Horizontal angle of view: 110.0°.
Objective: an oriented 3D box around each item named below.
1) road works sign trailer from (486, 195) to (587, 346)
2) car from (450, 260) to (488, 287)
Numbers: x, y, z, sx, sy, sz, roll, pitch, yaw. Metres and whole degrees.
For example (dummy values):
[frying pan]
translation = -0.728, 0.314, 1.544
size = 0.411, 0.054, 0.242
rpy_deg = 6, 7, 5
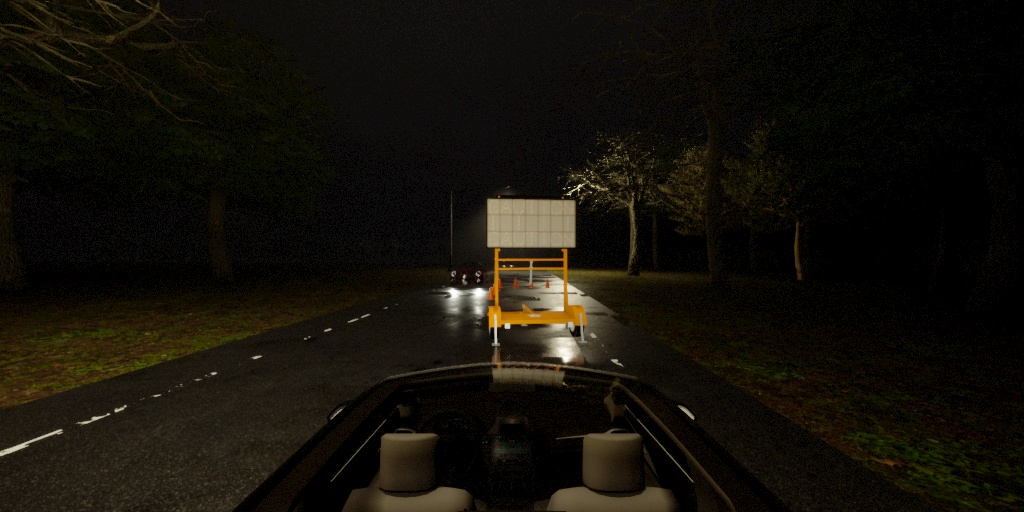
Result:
[road works sign trailer]
translation = 0.490, 0.212, 9.520
size = 2.380, 3.560, 2.880
rpy_deg = 0, 0, -6
[car]
translation = -2.826, 1.103, 24.362
size = 2.097, 1.767, 4.553
rpy_deg = 0, 0, 2
